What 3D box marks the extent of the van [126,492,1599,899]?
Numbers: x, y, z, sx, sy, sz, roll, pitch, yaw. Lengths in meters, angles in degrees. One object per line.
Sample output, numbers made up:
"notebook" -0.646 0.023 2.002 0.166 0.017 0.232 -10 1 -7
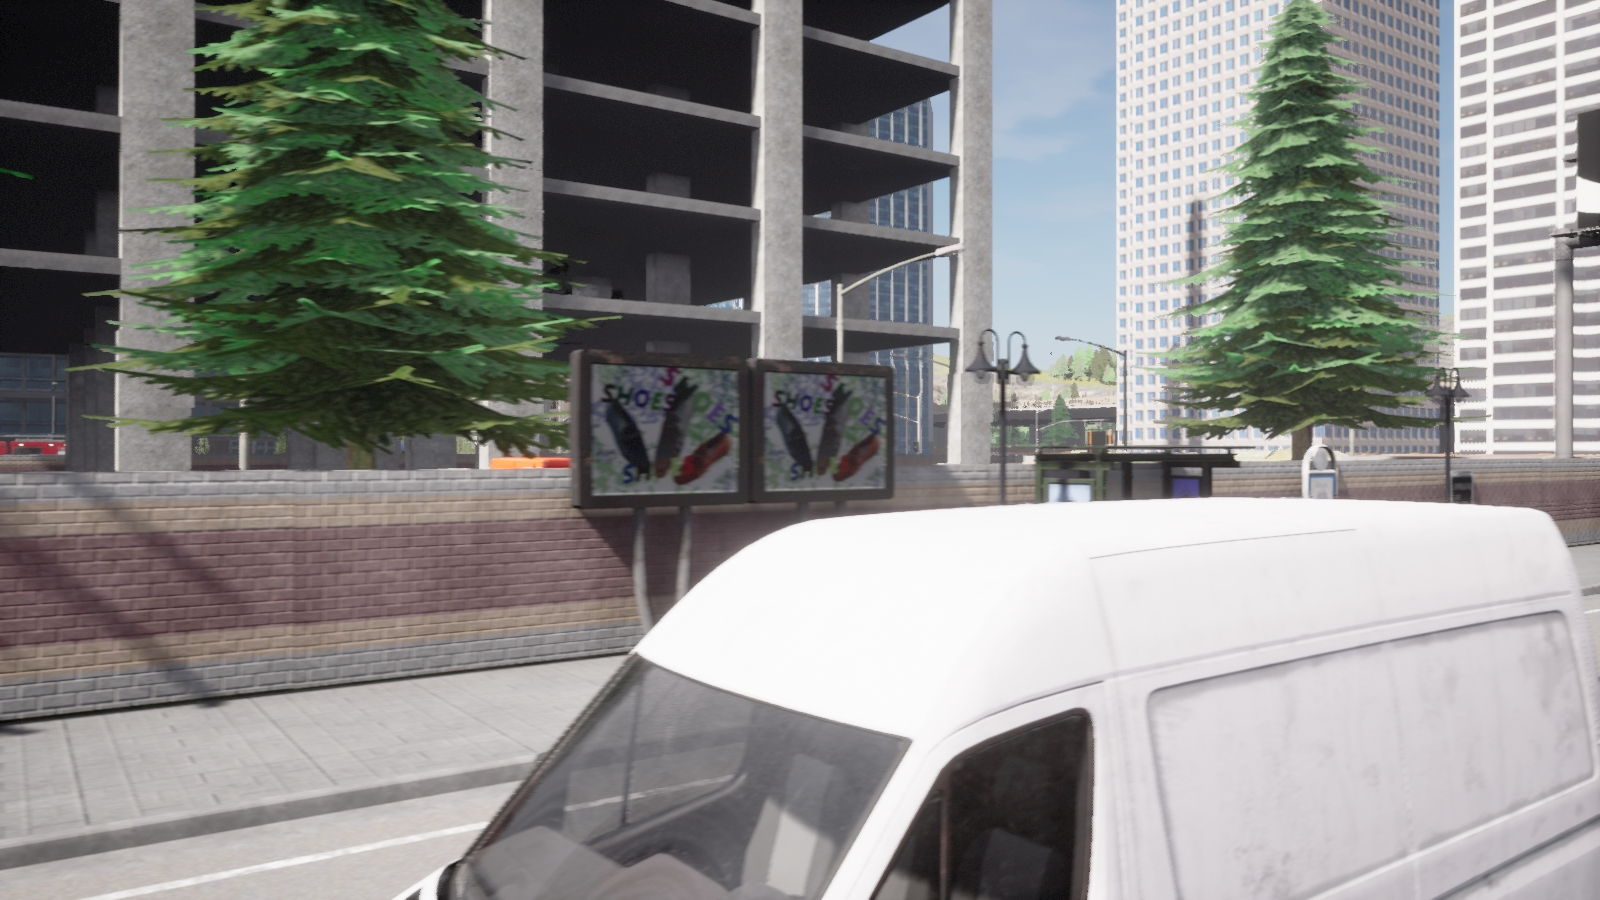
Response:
"van" 0.904 1.534 4.424 5.915 2.561 1.988 0 0 -35
